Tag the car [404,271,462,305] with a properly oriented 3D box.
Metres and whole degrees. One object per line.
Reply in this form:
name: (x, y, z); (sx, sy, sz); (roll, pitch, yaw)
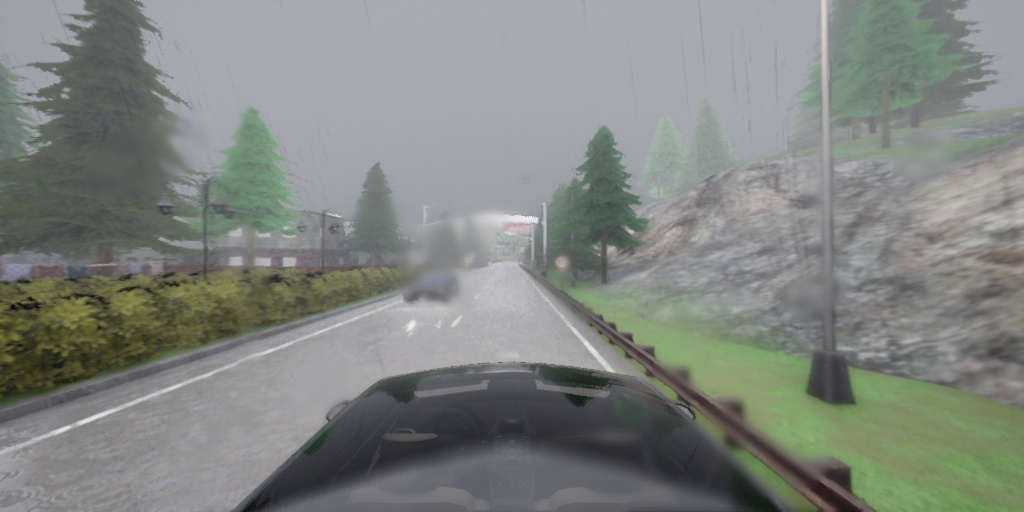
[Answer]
car: (-3.615, 1.445, 17.415); (2.033, 1.411, 5.357); (0, 0, 0)
